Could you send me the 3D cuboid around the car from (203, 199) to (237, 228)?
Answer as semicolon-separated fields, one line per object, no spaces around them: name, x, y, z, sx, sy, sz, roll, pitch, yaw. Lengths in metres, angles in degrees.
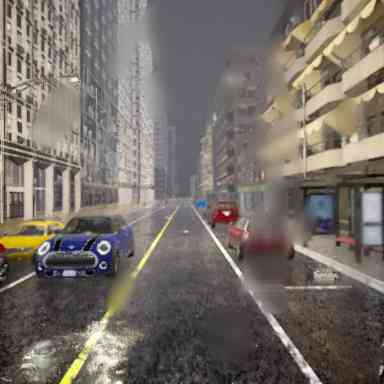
car;2.245;1.564;24.243;2.192;1.841;5.009;0;-1;-1

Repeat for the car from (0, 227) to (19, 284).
car;-5.785;1.572;7.128;1.967;1.590;4.097;0;-1;-1

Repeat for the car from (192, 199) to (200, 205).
car;0.972;2.524;86.357;1.887;1.381;4.507;-1;-1;-1

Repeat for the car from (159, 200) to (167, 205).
car;-7.405;2.635;86.184;1.802;1.307;4.206;-1;-1;-1

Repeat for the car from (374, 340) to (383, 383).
car;2.711;1.546;1.653;2.008;1.369;4.403;0;-1;-1

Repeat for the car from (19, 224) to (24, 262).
car;-5.896;1.719;12.604;1.752;1.417;4.829;0;-1;-1

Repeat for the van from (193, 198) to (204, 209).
van;1.549;1.983;58.124;1.690;1.788;3.998;-1;-1;-1

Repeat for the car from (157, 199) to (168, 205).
car;-7.291;2.425;80.540;1.967;1.590;4.097;-1;-1;-1

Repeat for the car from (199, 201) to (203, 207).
car;2.015;1.959;35.534;1.802;1.307;4.206;0;-1;-1

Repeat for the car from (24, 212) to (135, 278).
car;-3.164;1.500;10.699;2.097;1.767;4.553;-1;-1;-1

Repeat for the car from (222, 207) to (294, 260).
car;2.478;1.562;12.947;1.967;1.590;4.097;0;-1;-1

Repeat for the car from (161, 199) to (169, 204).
car;-7.522;2.686;91.832;1.947;1.339;4.313;-1;-1;-1
